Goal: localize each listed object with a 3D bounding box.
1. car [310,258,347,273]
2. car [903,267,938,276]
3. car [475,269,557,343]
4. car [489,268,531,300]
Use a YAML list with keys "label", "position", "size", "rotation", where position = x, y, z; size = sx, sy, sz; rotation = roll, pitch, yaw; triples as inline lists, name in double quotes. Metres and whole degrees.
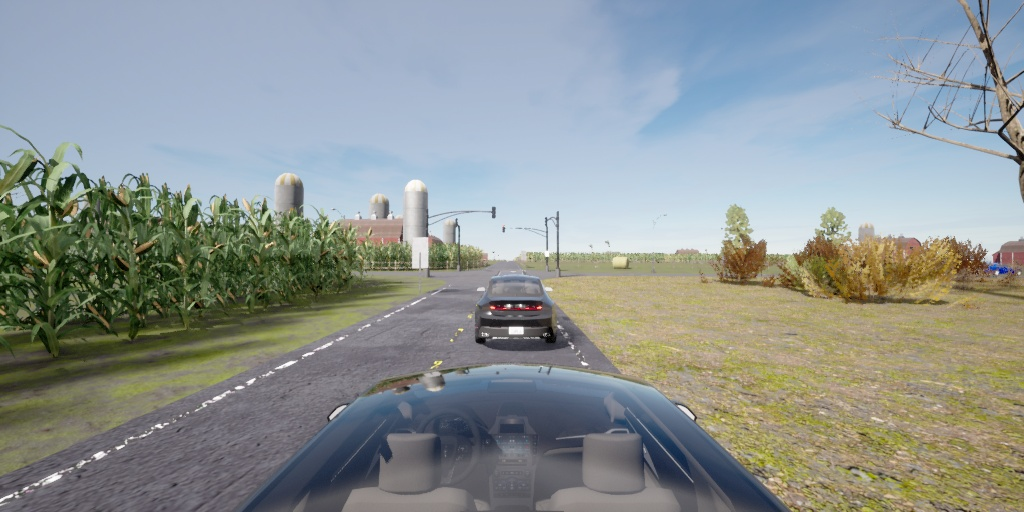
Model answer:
- label: "car"
  position: [-19.826, 0.930, 37.643]
  size: [4.553, 1.767, 2.097]
  rotation: [0, -1, -3]
- label: "car"
  position: [48.561, 1.768, 42.517]
  size: [4.181, 1.385, 1.994]
  rotation: [1, -1, -5]
- label: "car"
  position: [0.080, 1.259, 9.656]
  size: [1.837, 1.490, 4.892]
  rotation: [0, 0, 0]
- label: "car"
  position: [0.034, 1.360, 18.807]
  size: [1.895, 1.301, 4.718]
  rotation: [0, 0, 4]
